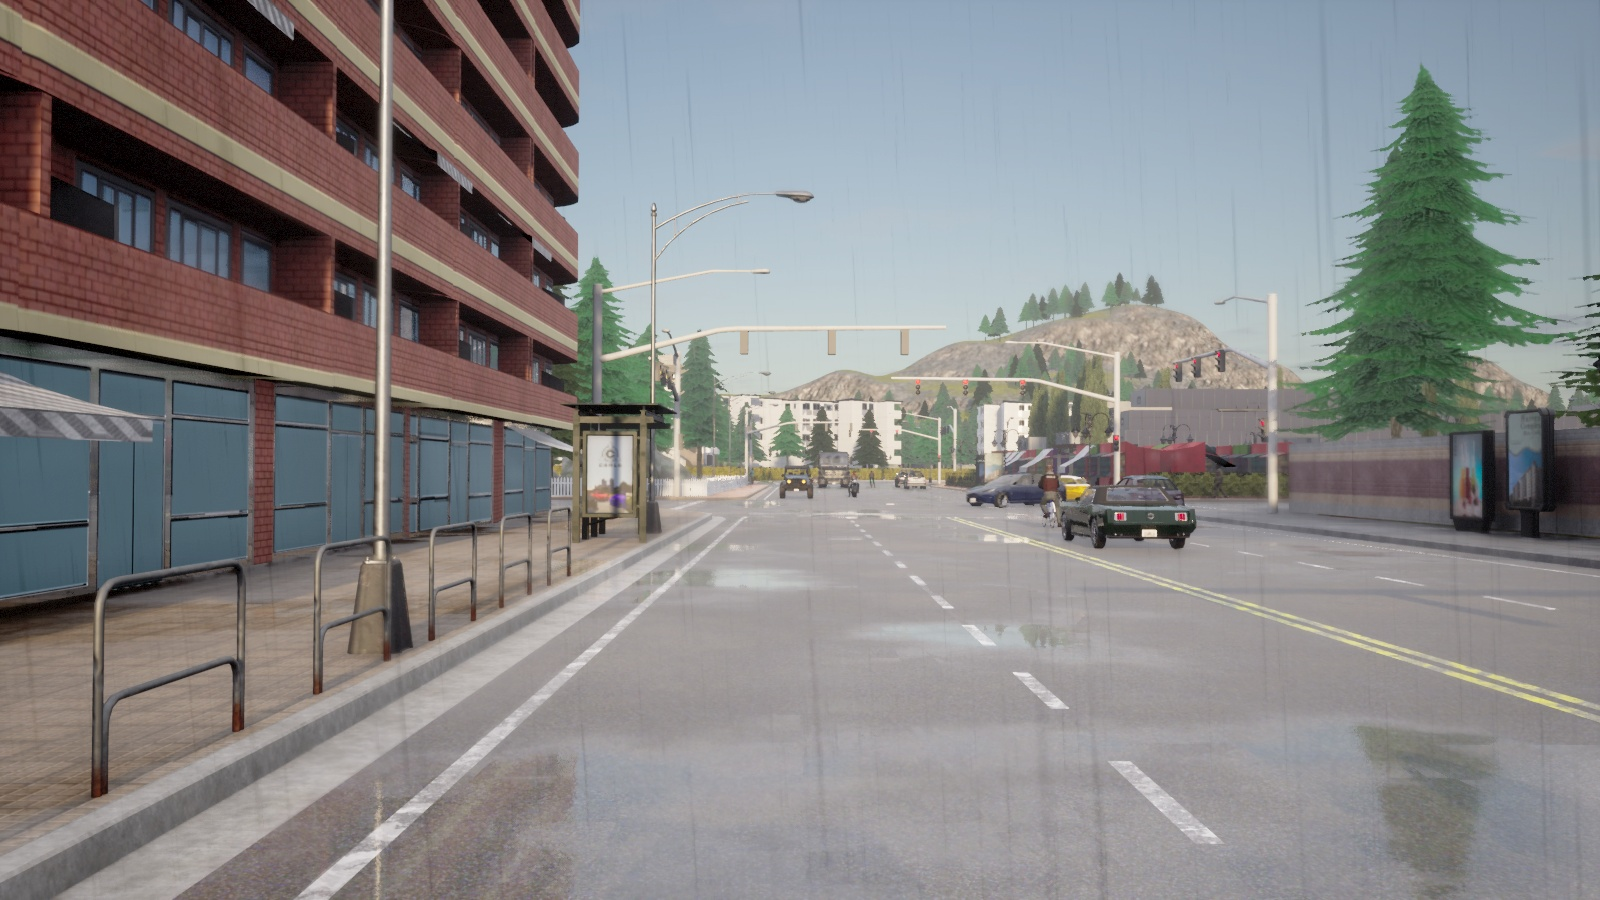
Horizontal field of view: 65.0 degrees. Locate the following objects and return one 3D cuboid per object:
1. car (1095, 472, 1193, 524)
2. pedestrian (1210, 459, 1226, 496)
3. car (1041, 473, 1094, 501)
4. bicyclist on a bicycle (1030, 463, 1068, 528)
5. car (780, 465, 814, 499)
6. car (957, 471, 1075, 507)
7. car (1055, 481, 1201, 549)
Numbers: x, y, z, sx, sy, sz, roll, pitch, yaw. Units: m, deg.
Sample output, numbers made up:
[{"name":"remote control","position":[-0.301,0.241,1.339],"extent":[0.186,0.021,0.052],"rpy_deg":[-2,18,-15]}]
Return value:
[{"name":"car","position":[10.400,1.428,38.265],"extent":[1.816,1.474,4.193],"rpy_deg":[0,-1,0]},{"name":"pedestrian","position":[21.567,1.412,64.812],"extent":[0.692,1.930,0.396],"rpy_deg":[0,-1,2]},{"name":"car","position":[13.397,1.847,62.910],"extent":[2.207,1.376,1.481],"rpy_deg":[-1,0,32]},{"name":"bicyclist on a bicycle","position":[6.908,1.242,34.922],"extent":[0.659,1.776,1.843],"rpy_deg":[0,-1,0]},{"name":"car","position":[-0.188,1.817,72.000],"extent":[1.905,1.878,3.866],"rpy_deg":[0,-1,0]},{"name":"car","position":[9.467,1.689,54.996],"extent":[4.792,1.488,2.163],"rpy_deg":[0,-1,-30]},{"name":"car","position":[6.929,1.340,27.048],"extent":[1.895,1.301,4.718],"rpy_deg":[0,-1,0]}]
